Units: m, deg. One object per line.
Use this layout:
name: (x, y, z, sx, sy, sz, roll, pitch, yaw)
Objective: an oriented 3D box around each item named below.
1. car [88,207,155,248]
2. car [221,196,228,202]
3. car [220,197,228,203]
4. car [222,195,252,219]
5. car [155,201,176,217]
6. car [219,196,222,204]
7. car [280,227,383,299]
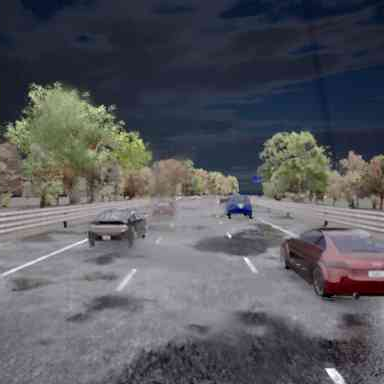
car: (-3.214, 1.541, 15.118, 2.128, 1.511, 4.902, 0, 0, 1)
car: (9.171, 1.907, 92.616, 1.882, 1.535, 5.008, 0, 0, 7)
car: (7.935, 1.892, 81.808, 1.812, 1.442, 4.674, 0, 0, 6)
car: (4.279, 1.332, 31.047, 2.150, 2.045, 5.566, 0, 0, 2)
car: (-2.654, 1.639, 32.640, 1.812, 1.442, 4.674, 0, 0, 2)
car: (6.850, 1.812, 70.986, 1.837, 1.490, 4.892, 0, 0, 5)
car: (3.678, 1.596, 8.578, 1.994, 1.385, 4.181, 0, 0, 1)
